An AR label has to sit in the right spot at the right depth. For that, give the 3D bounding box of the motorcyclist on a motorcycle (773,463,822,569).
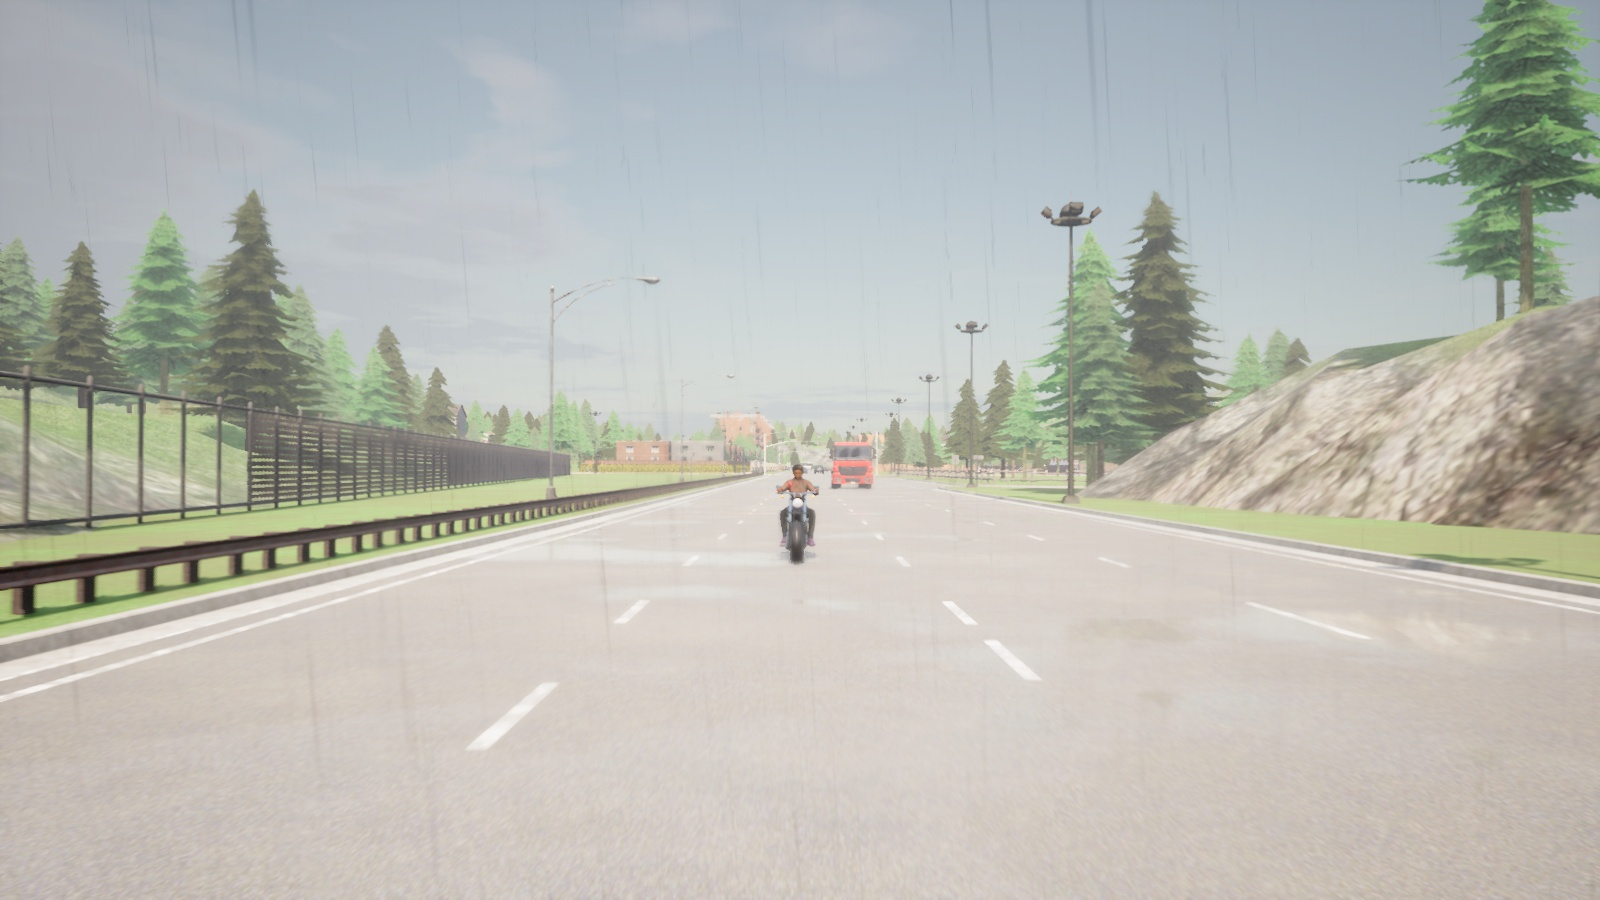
[{"bbox_3d":[-0.033,1.045,20.870,0.766,1.649,2.350,0,0,0],"label":"motorcyclist on a motorcycle"}]

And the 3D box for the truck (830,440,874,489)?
[{"bbox_3d":[3.757,1.075,92.525,2.891,3.462,7.936,0,-1,0],"label":"truck"}]
